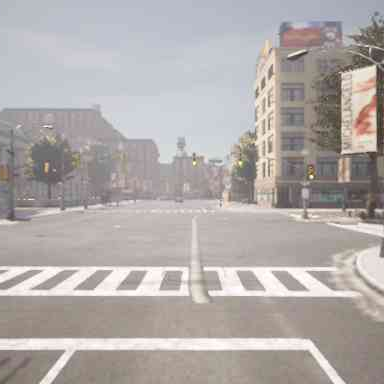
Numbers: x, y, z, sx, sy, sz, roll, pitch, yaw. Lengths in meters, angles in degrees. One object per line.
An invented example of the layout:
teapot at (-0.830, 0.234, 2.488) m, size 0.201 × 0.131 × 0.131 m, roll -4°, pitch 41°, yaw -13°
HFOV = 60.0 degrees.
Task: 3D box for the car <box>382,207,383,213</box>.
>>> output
car at (22.965, 1.744, 35.491) m, size 4.902 × 1.511 × 2.128 m, roll 0°, pitch 0°, yaw 0°

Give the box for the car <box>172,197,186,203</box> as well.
car at (-3.383, 2.142, 84.626) m, size 2.033 × 1.411 × 5.357 m, roll 0°, pitch 0°, yaw 0°

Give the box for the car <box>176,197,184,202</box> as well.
car at (-3.369, 2.182, 95.036) m, size 2.033 × 1.411 × 5.357 m, roll 0°, pitch 0°, yaw 1°
